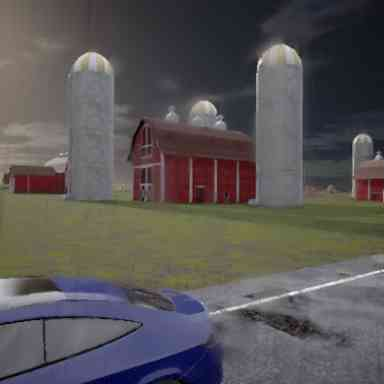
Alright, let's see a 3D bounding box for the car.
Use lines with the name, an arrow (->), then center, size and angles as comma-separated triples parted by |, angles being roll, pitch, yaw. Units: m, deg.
car -> -1.816, 1.525, 2.697 | 4.674, 1.442, 1.812 | 1, -1, -36
